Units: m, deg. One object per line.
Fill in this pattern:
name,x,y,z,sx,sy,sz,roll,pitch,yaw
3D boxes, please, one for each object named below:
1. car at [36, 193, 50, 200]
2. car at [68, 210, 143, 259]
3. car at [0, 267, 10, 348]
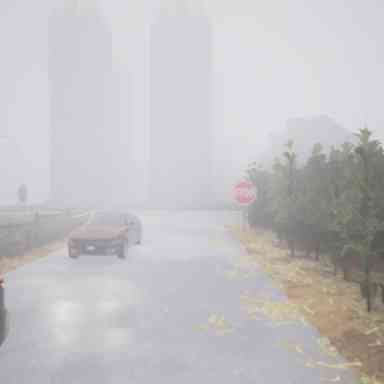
car,-37.219,1.236,83.611,3.866,1.878,1.905,0,0,0
car,-3.149,1.488,12.924,1.882,1.535,5.008,0,0,1
car,-3.196,1.228,1.587,2.150,2.045,5.566,0,0,0
